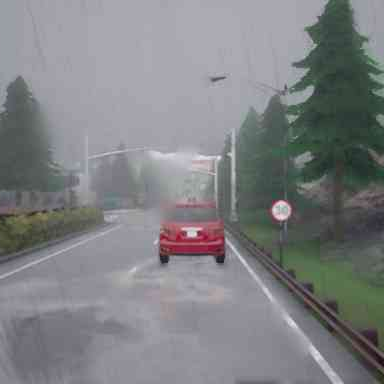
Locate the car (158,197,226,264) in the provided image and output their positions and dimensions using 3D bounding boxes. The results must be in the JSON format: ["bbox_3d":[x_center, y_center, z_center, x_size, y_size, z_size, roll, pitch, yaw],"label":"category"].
[{"bbox_3d":[0.013,1.354,12.559,2.150,2.045,5.566,0,0,0],"label":"car"}]

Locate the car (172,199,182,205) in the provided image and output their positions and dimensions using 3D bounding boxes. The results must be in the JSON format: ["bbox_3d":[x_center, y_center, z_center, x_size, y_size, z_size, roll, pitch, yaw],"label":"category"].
[{"bbox_3d":[-3.499,2.344,77.552,1.994,1.385,4.181,0,-1,0],"label":"car"}]

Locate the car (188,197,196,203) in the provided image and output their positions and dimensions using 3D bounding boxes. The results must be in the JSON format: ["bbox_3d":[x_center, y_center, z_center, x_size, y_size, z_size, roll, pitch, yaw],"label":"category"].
[{"bbox_3d":[0.001,2.253,94.618,2.097,1.767,4.553,0,-1,0],"label":"car"}]
